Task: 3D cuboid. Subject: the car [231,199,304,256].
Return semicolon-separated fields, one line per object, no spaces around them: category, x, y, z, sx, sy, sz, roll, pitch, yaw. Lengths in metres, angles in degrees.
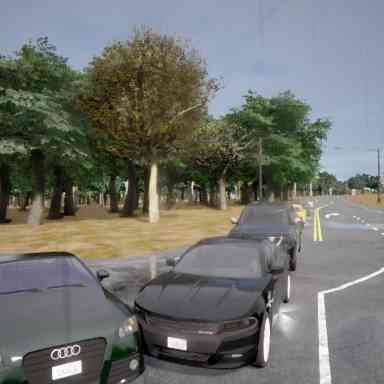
car;2.840;1.460;12.431;2.150;2.045;5.566;-2;0;20

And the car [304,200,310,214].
car;9.252;1.725;29.602;1.812;1.442;4.674;-1;0;20

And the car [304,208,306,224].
car;5.059;1.775;18.338;1.895;1.301;4.718;-1;0;21

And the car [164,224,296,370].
car;0.727;1.613;6.288;1.882;1.535;5.008;-1;-2;21

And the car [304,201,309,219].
car;7.200;1.664;24.095;1.882;1.535;5.008;-1;0;20

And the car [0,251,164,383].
car;-2.317;1.643;4.986;1.994;1.385;4.181;2;-2;-33

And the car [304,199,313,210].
car;11.272;1.563;34.979;2.097;1.767;4.553;-1;0;21

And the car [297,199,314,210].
car;16.447;1.758;48.055;1.812;1.442;4.674;-1;0;24
